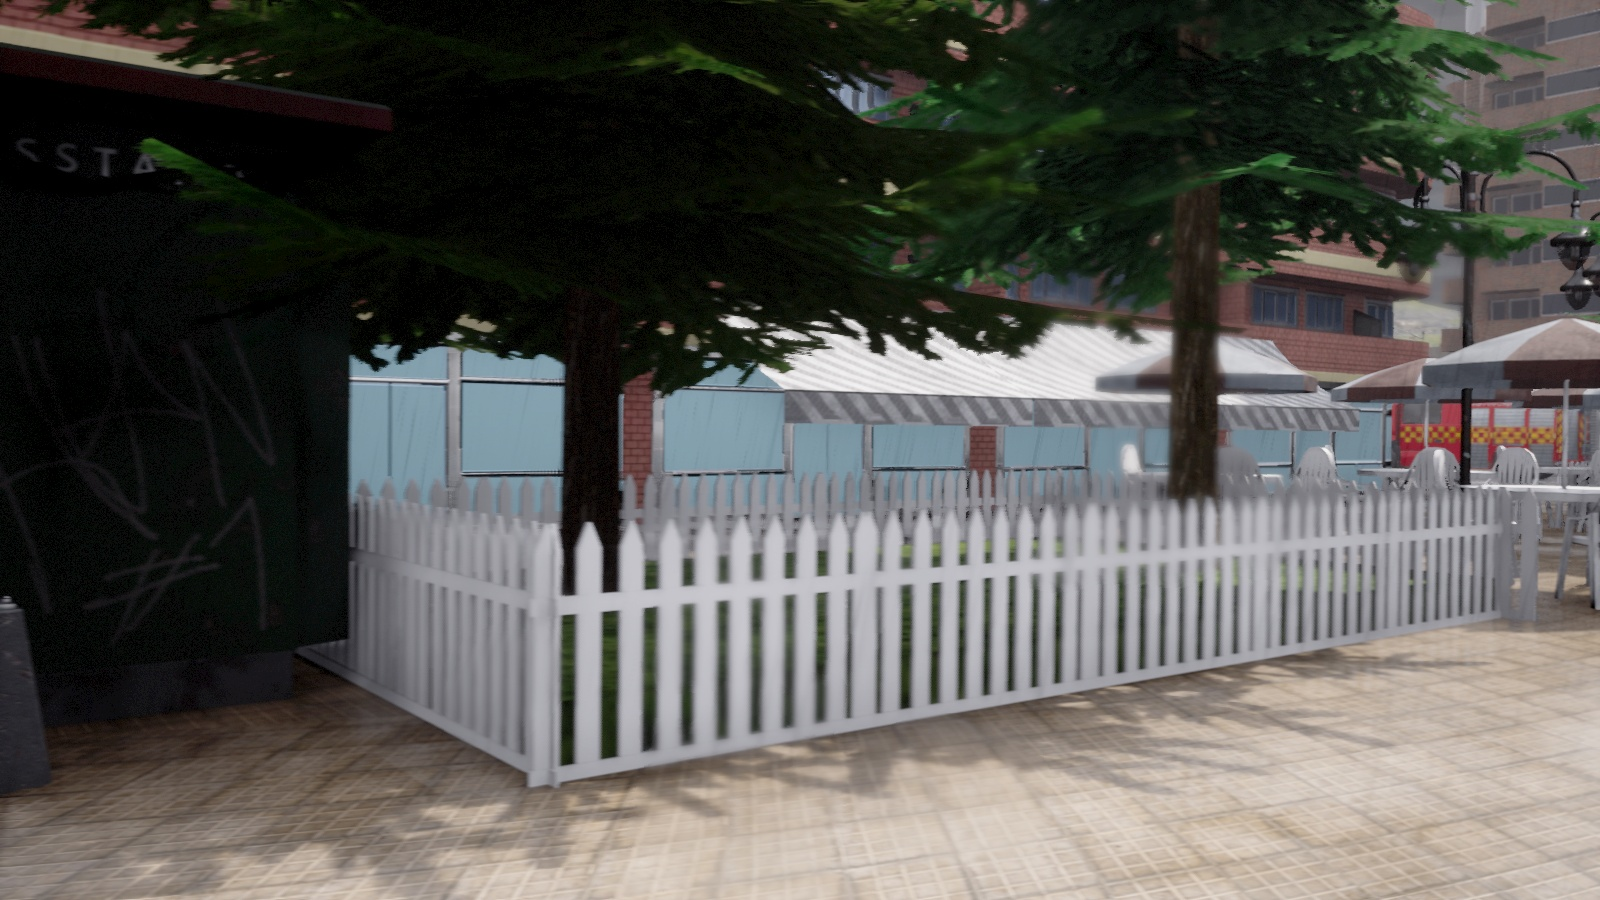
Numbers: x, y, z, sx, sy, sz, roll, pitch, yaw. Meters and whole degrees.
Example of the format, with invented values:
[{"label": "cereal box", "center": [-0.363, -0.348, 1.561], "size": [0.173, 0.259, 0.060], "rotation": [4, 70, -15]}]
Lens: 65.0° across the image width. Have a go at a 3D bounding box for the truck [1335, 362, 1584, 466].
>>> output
[{"label": "truck", "center": [26.358, -1.375, 50.660], "size": [2.891, 3.827, 8.468], "rotation": [-1, 1, -37]}]
